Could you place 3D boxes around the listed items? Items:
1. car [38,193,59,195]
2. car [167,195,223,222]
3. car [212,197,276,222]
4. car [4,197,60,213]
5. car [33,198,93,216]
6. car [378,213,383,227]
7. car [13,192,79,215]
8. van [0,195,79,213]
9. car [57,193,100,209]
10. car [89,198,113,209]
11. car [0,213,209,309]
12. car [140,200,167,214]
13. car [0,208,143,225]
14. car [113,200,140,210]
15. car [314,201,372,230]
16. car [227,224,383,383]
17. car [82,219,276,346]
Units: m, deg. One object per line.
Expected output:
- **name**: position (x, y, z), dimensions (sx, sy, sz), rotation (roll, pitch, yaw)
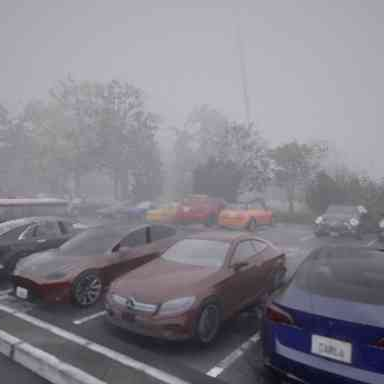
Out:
- **car**: position (-8.629, 1.193, 13.187), dimensions (2.435, 2.045, 5.566), rotation (0, 0, 36)
- **car**: position (1.188, 1.209, 22.311), dimensions (2.435, 2.045, 5.566), rotation (0, 0, 36)
- **car**: position (3.516, 1.353, 20.566), dimensions (2.185, 1.767, 4.553), rotation (0, 0, 36)
- **car**: position (-16.825, 1.315, 35.214), dimensions (2.097, 1.535, 5.008), rotation (0, 0, 36)
- **car**: position (-12.299, 1.355, 31.966), dimensions (2.231, 1.521, 4.892), rotation (0, 0, 36)
- **car**: position (10.237, 1.404, 15.817), dimensions (2.185, 1.767, 4.553), rotation (0, 0, 36)
- **car**: position (-14.579, 1.083, 33.561), dimensions (2.435, 2.045, 5.566), rotation (0, 0, 36)
- **van**: position (-6.520, 1.235, 11.565), dimensions (1.878, 1.987, 4.442), rotation (0, 0, 36)
- **car**: position (-10.021, 1.247, 30.361), dimensions (2.185, 1.767, 4.553), rotation (0, 0, 36)
- **car**: position (-5.534, 1.438, 27.065), dimensions (2.163, 1.488, 4.792), rotation (0, 0, 36)
- **car**: position (-1.848, 1.525, 8.317), dimensions (2.163, 1.488, 4.792), rotation (0, 0, 36)
- **car**: position (-0.984, 1.440, 24.063), dimensions (1.946, 1.575, 5.366), rotation (0, 0, 36)
- **car**: position (-4.096, 1.480, 9.959), dimensions (2.231, 1.521, 4.892), rotation (0, 0, 36)
- **car**: position (-3.249, 1.426, 25.468), dimensions (2.097, 1.535, 5.008), rotation (0, 0, 36)
- **car**: position (7.975, 1.386, 17.441), dimensions (2.185, 1.767, 4.553), rotation (0, 0, 36)
- **car**: position (2.708, 1.560, 5.118), dimensions (2.163, 1.488, 4.792), rotation (0, 0, 36)
- **car**: position (0.431, 1.553, 6.720), dimensions (2.002, 1.452, 4.674), rotation (0, 0, 36)
